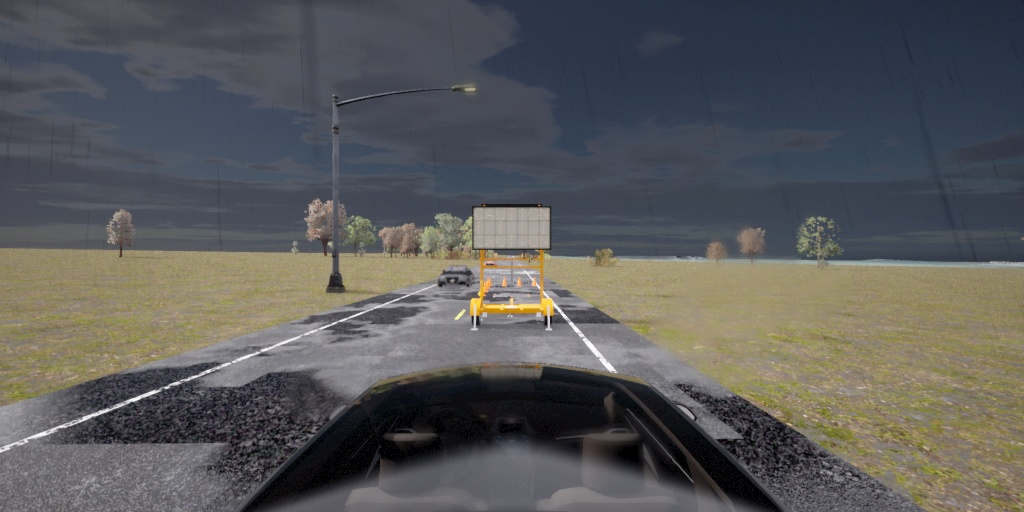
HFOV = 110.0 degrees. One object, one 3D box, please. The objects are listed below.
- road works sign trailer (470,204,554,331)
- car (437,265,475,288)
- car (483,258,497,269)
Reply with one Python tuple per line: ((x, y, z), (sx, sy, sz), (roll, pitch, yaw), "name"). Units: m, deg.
((-0.005, 0.215, 11.033), (2.380, 3.560, 2.880), (0, 0, 0), "road works sign trailer")
((-3.611, 1.316, 23.707), (1.994, 1.385, 4.181), (0, 0, 0), "car")
((-3.528, 1.106, 57.590), (2.097, 1.767, 4.553), (0, 0, 0), "car")
